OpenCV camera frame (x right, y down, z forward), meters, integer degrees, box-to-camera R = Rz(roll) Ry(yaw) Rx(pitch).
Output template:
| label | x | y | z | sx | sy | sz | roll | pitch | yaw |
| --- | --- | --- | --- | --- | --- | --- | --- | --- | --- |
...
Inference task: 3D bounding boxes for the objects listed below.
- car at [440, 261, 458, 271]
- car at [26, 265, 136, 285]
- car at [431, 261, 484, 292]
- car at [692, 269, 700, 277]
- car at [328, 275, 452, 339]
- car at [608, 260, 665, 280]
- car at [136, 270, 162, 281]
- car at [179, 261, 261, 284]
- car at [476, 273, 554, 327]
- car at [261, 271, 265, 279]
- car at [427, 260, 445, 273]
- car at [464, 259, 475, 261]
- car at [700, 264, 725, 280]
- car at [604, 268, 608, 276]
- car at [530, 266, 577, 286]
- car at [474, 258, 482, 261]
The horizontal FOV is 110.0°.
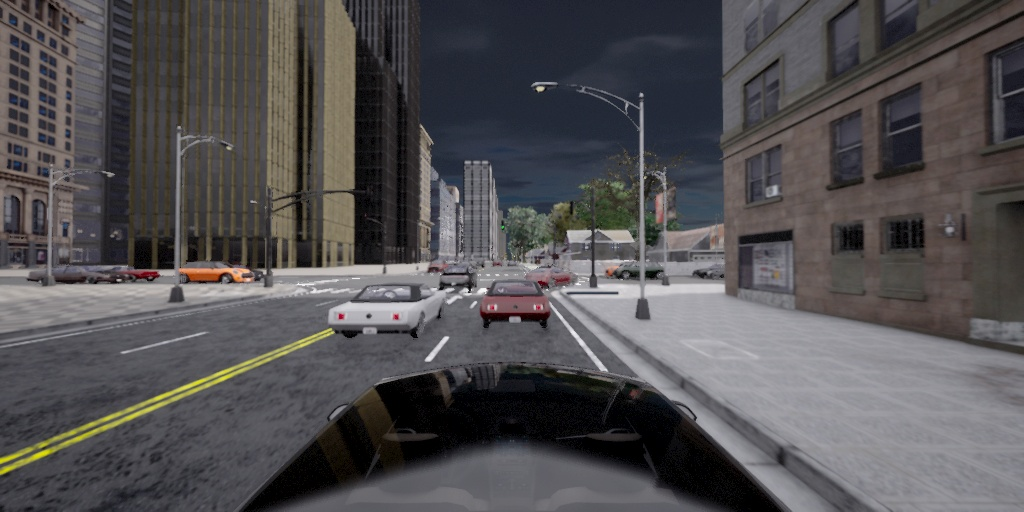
| label | x | y | z | sx | sy | sz | roll | pitch | yaw |
| --- | --- | --- | --- | --- | --- | --- | --- | --- | --- |
| car | -9.836 | 1.555 | 56.358 | 1.994 | 1.385 | 4.181 | 0 | 0 | 0 |
| car | -30.948 | 1.359 | 25.650 | 5.357 | 1.411 | 2.033 | 0 | -1 | -4 |
| car | -3.159 | 1.305 | 21.847 | 2.128 | 1.511 | 4.902 | 0 | 0 | 0 |
| car | 21.209 | 1.502 | 36.213 | 5.357 | 1.411 | 2.033 | 0 | -1 | 0 |
| car | -3.154 | 1.389 | 10.197 | 1.895 | 1.301 | 4.718 | 0 | 0 | 0 |
| car | 11.606 | 1.259 | 33.026 | 4.553 | 1.767 | 2.097 | 0 | -1 | 0 |
| car | -31.446 | 1.459 | 28.865 | 4.718 | 1.301 | 1.895 | 0 | -1 | -4 |
| car | -21.496 | 1.165 | 26.147 | 4.553 | 1.767 | 2.097 | 0 | -1 | -2 |
| car | 0.091 | 1.395 | 11.676 | 1.895 | 1.301 | 4.718 | 0 | 0 | 0 |
| car | -22.700 | 1.425 | 29.372 | 4.181 | 1.385 | 1.994 | 0 | -1 | -3 |
| car | -9.845 | 1.305 | 47.725 | 2.097 | 1.767 | 4.553 | 0 | 0 | 0 |
| car | -6.591 | 1.466 | 49.540 | 1.837 | 1.490 | 4.892 | 0 | 0 | 0 |
| car | 20.563 | 1.399 | 32.968 | 4.902 | 1.511 | 2.128 | 0 | -1 | 0 |
| car | 11.738 | 1.306 | 36.277 | 4.553 | 1.767 | 2.097 | 0 | -1 | 0 |
| car | 2.710 | 1.366 | 24.375 | 1.994 | 1.385 | 4.181 | -1 | 0 | 41 |
| car | -6.563 | 1.510 | 59.679 | 1.837 | 1.490 | 4.892 | 0 | 0 | 0 |
